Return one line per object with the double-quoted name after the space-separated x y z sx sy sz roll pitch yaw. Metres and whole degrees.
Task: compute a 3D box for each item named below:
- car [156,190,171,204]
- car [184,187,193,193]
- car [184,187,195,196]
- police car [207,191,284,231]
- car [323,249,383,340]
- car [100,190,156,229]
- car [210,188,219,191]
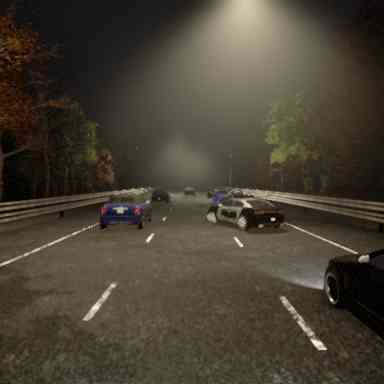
-3.510 0.481 37.788 1.882 1.535 5.008 0 2 -1 "car"
-0.782 -0.511 76.690 1.994 1.385 4.181 0 2 -1 "car"
-0.376 -0.042 57.967 2.128 1.511 4.902 0 2 -1 "car"
2.552 0.967 17.329 1.930 1.638 5.238 0 2 -25 "police car"
3.517 1.433 4.770 1.994 1.385 4.181 0 1 0 "car"
-3.387 0.882 17.820 2.097 1.767 4.553 0 2 0 "car"
3.395 0.478 37.868 1.882 1.535 5.008 0 2 -1 "car"
